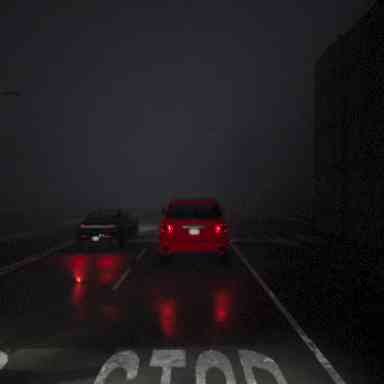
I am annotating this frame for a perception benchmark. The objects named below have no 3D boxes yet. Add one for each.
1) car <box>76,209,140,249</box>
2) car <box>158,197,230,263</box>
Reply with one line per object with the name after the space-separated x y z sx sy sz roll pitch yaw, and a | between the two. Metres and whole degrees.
-3.468 1.457 14.402 2.128 1.511 4.902 0 0 0 | car
0.049 1.193 11.962 2.150 2.045 5.566 0 0 0 | car
